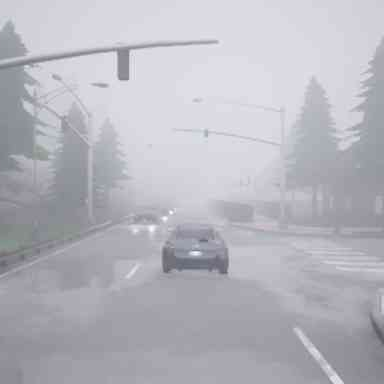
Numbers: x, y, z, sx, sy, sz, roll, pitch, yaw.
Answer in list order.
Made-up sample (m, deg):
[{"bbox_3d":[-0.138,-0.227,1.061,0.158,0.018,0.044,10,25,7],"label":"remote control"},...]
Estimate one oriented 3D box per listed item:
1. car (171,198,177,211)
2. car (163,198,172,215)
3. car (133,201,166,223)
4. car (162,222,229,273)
[{"bbox_3d":[-3.580,1.908,47.997,1.837,1.490,4.892,0,0,0],"label":"car"},{"bbox_3d":[-3.599,1.794,37.693,1.882,1.535,5.008,0,0,0],"label":"car"},{"bbox_3d":[-3.601,1.782,27.839,2.033,1.411,5.357,0,0,0],"label":"car"},{"bbox_3d":[0.103,1.713,11.255,1.994,1.385,4.181,1,-1,0],"label":"car"}]
